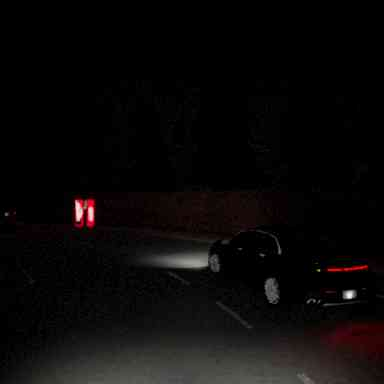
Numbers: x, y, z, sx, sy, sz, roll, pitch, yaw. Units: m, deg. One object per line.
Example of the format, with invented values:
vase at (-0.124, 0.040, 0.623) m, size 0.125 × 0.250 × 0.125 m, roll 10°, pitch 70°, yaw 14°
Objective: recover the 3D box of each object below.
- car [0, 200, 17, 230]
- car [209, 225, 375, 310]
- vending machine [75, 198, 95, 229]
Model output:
car at (-14.420, 1.551, 22.312) m, size 5.566 × 2.045 × 2.150 m, roll -1°, pitch -1°, yaw 20°
car at (1.978, 1.576, 8.126) m, size 1.837 × 1.490 × 4.892 m, roll 1°, pitch -1°, yaw -19°
vending machine at (-7.574, 1.491, 23.578) m, size 0.880 × 2.100 × 1.100 m, roll -1°, pitch -1°, yaw 26°
